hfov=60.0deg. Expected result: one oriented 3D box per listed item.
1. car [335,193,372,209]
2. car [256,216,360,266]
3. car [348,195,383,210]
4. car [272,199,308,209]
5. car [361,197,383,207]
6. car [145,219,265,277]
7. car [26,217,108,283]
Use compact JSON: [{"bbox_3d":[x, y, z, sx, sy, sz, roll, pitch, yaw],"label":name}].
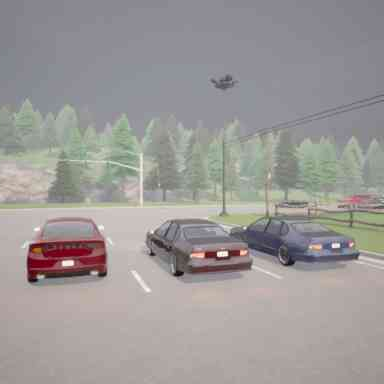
[{"bbox_3d":[21.971,1.221,44.828,5.566,2.045,2.150,0,0,-19],"label":"car"},{"bbox_3d":[3.172,1.547,11.644,2.033,1.411,5.357,0,0,-20],"label":"car"},{"bbox_3d":[22.398,1.491,41.272,4.902,1.511,2.128,0,0,-19],"label":"car"},{"bbox_3d":[13.317,1.601,45.539,4.718,1.301,1.895,0,0,-19],"label":"car"},{"bbox_3d":[28.577,1.490,50.799,4.902,1.511,2.128,0,0,-19],"label":"car"},{"bbox_3d":[-0.105,1.547,10.403,2.033,1.411,5.357,0,0,-20],"label":"car"},{"bbox_3d":[-3.648,1.478,9.932,1.882,1.535,5.008,0,0,-19],"label":"car"}]
